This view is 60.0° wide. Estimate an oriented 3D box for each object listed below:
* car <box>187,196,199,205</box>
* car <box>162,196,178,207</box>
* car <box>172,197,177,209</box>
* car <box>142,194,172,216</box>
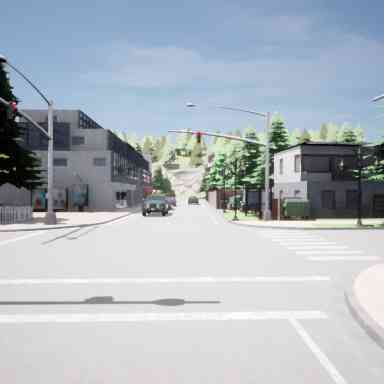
[{"bbox_3d":[0.251,1.505,59.507,1.837,1.490,4.892,0,0,0],"label":"car"},{"bbox_3d":[-3.448,1.492,52.972,2.128,1.511,4.902,0,0,0],"label":"car"},{"bbox_3d":[-3.491,1.492,42.704,2.128,1.511,4.902,0,0,0],"label":"car"},{"bbox_3d":[-3.519,1.221,32.654,2.150,2.045,5.566,0,0,0],"label":"car"}]
